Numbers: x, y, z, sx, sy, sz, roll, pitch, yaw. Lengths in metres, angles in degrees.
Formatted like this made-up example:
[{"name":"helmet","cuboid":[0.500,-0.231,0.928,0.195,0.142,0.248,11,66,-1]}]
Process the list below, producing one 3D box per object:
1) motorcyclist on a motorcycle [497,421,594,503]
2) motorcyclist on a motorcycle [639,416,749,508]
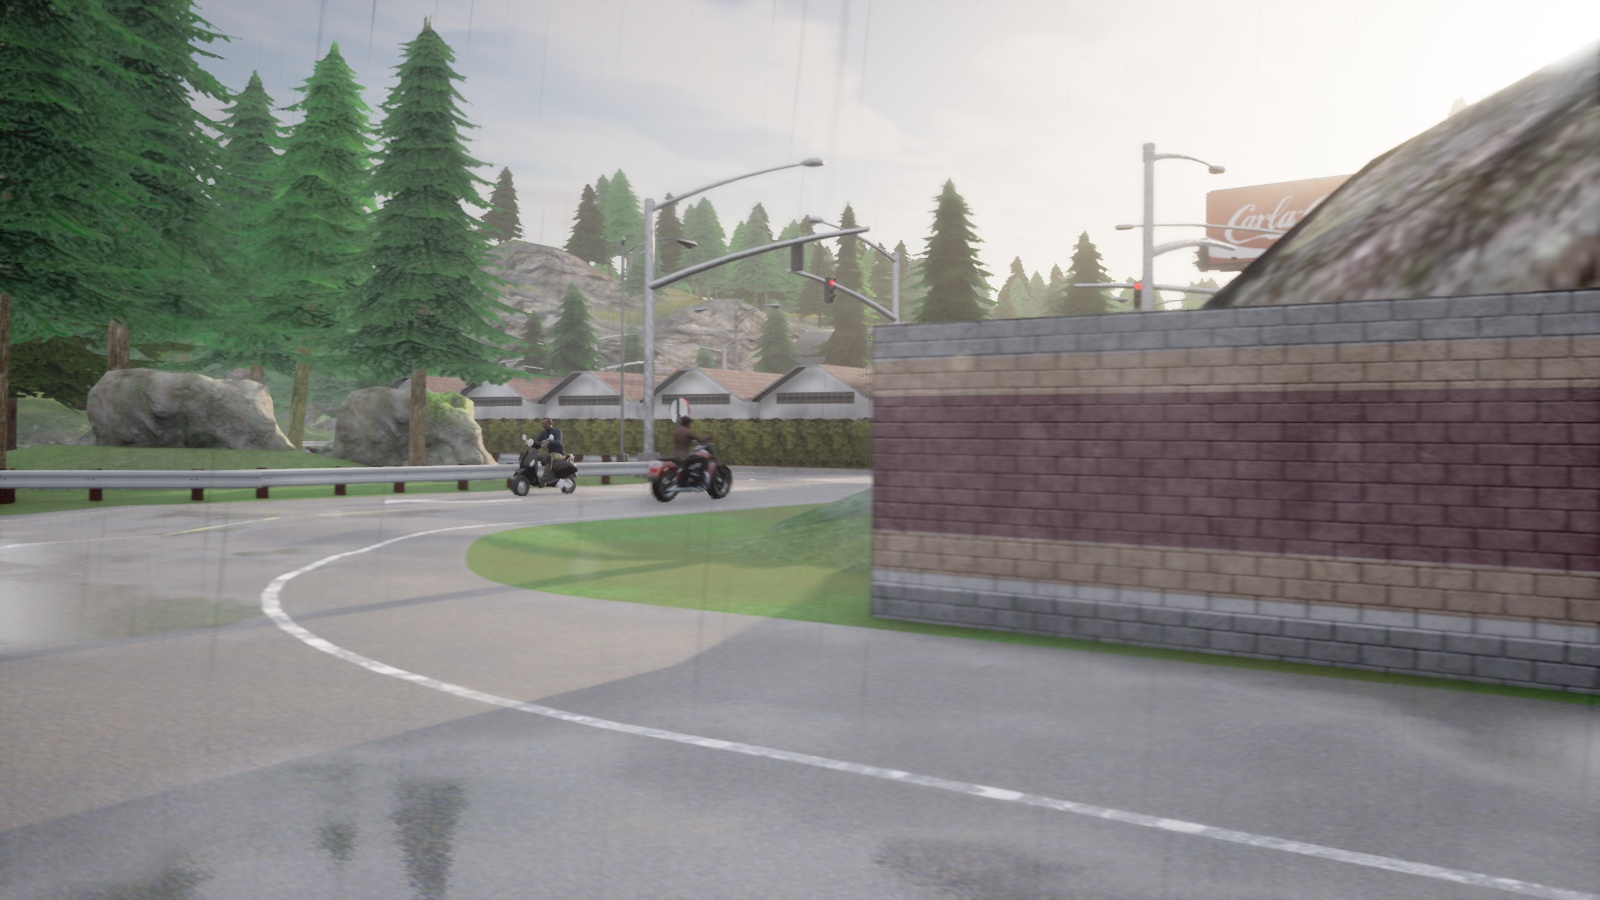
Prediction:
[{"name":"motorcyclist on a motorcycle","cuboid":[-5.111,0.222,25.331,0.866,1.590,1.817,0,1,33]},{"name":"motorcyclist on a motorcycle","cuboid":[-1.968,0.206,23.739,0.766,1.649,2.350,0,1,33]}]
